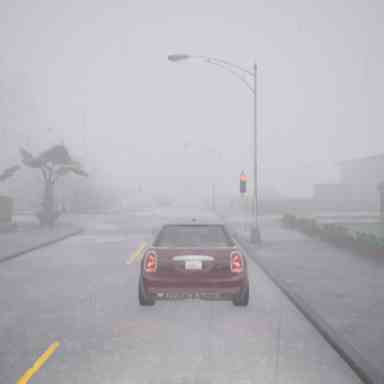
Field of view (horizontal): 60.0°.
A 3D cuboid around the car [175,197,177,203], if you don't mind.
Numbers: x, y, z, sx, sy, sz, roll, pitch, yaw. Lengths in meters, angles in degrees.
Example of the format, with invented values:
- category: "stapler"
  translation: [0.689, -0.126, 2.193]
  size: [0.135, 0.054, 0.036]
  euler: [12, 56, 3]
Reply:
- category: "car"
  translation: [-3.973, 1.443, 64.700]
  size: [2.033, 1.411, 5.357]
  euler: [0, 0, 1]

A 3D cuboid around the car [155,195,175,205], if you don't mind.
- category: "car"
  translation: [-4.053, 1.274, 48.116]
  size: [2.097, 1.767, 4.553]
  euler: [0, 0, 0]

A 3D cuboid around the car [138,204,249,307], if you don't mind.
- category: "car"
  translation: [0.050, 1.339, 8.138]
  size: [2.097, 1.767, 4.553]
  euler: [0, 0, 1]

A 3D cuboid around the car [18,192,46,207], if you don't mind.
- category: "car"
  translation: [-19.729, 0.917, 42.012]
  size: [1.905, 1.878, 3.866]
  euler: [0, 0, 35]
